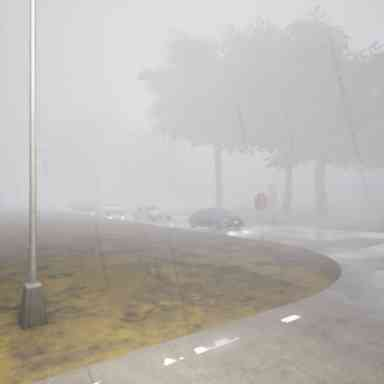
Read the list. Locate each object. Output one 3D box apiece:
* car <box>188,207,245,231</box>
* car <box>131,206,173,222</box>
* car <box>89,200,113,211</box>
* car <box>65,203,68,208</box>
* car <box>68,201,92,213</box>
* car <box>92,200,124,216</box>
[{"bbox_3d":[1.555,1.754,22.401,1.994,1.385,4.181,-1,0,-36],"label":"car"},{"bbox_3d":[-3.608,1.890,29.673,1.895,1.301,4.718,-1,0,-35],"label":"car"},{"bbox_3d":[-13.362,1.997,48.603,1.837,1.490,4.892,-1,-1,-35],"label":"car"},{"bbox_3d":[-21.377,2.270,59.945,1.895,1.301,4.718,-1,0,-34],"label":"car"},{"bbox_3d":[-15.271,2.051,46.280,1.812,1.442,4.674,-1,0,-35],"label":"car"},{"bbox_3d":[-9.394,1.929,37.877,1.812,1.442,4.674,-1,0,-35],"label":"car"}]
